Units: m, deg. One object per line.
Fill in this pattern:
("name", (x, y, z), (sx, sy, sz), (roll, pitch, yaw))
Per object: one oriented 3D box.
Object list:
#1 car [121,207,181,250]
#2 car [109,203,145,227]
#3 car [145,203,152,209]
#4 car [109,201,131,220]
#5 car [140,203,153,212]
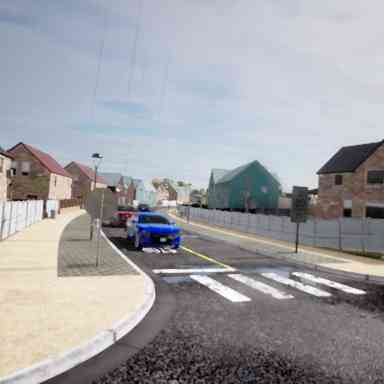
("car", (-2.000, 1.751, 16.050), (1.882, 1.535, 5.008), (4, -3, -19))
("car", (-5.269, 1.800, 26.137), (2.097, 1.767, 4.553), (4, -2, -16))
("car", (-7.084, 2.399, 48.623), (2.097, 1.767, 4.553), (4, -2, -8))
("car", (-7.826, 1.981, 36.168), (2.097, 1.767, 4.553), (4, -2, -12))
("car", (-8.279, 2.853, 60.342), (1.994, 1.385, 4.181), (4, -2, -4))
